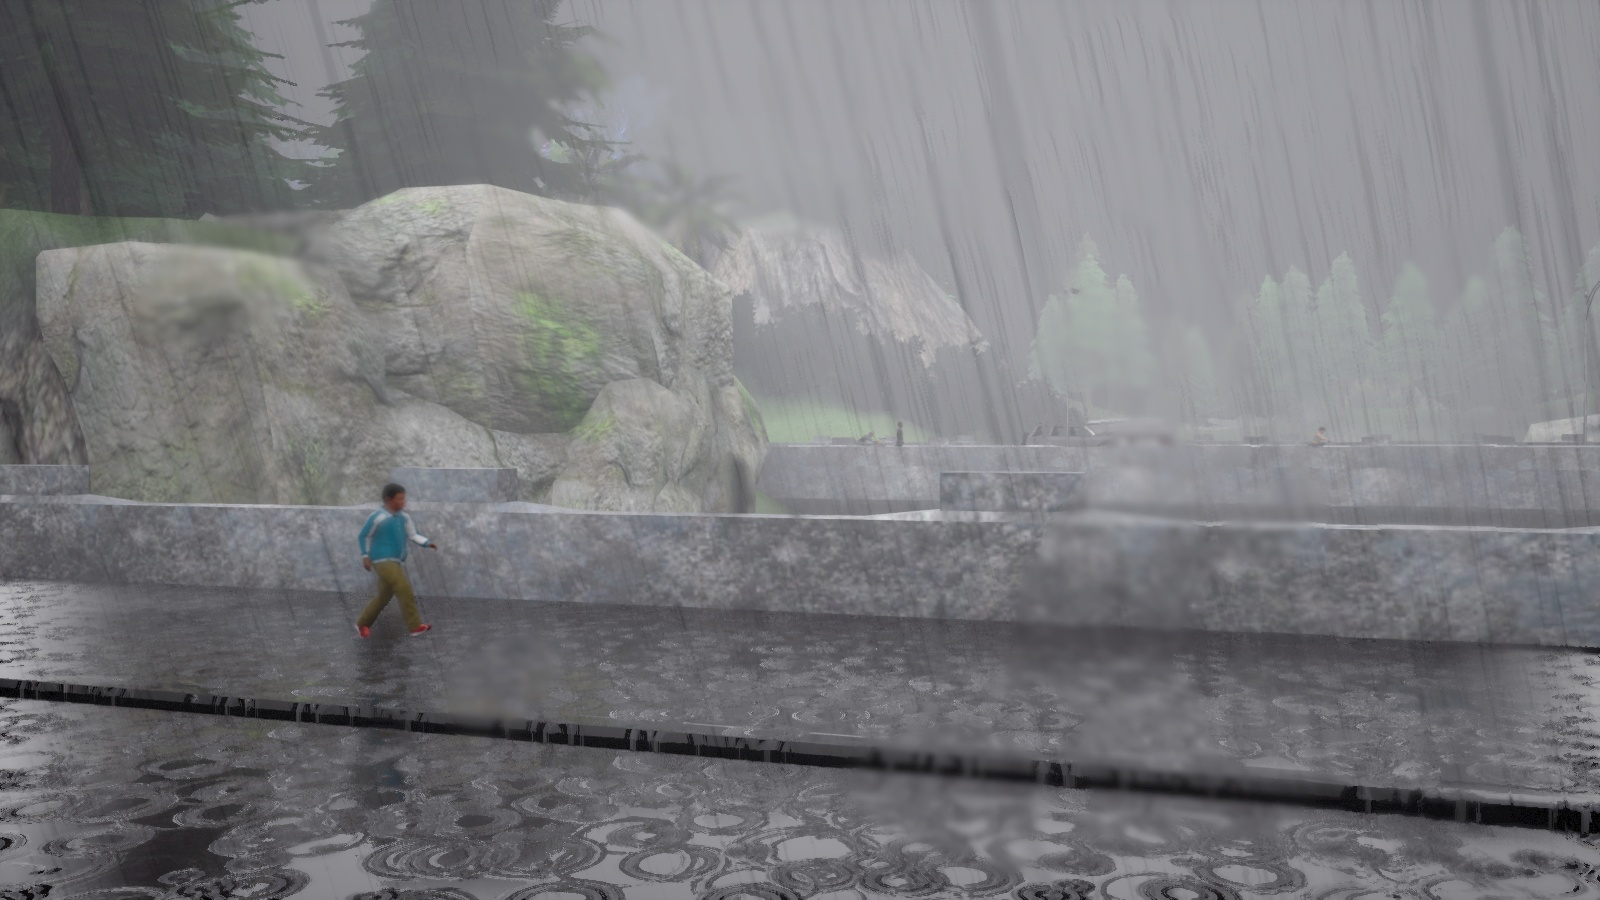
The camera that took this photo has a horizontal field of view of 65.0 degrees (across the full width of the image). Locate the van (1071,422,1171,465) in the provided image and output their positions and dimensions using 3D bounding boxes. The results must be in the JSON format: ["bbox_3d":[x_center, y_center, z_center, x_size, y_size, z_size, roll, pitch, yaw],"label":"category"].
[{"bbox_3d":[15.151,-0.313,59.288,4.442,1.987,1.775,1,1,19],"label":"van"}]

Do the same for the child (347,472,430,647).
[{"bbox_3d":[-2.914,0.763,8.902,0.448,1.192,0.343,0,1,13],"label":"child"}]

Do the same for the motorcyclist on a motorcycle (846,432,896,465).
[{"bbox_3d":[3.340,-0.071,59.035,2.191,1.530,0.866,0,1,19],"label":"motorcyclist on a motorcycle"}]

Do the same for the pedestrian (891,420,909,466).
[{"bbox_3d":[4.250,-0.299,53.194,0.666,1.930,0.402,1,1,20],"label":"pedestrian"}]

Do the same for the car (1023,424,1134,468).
[{"bbox_3d":[12.416,-0.209,55.988,4.605,1.855,1.932,1,1,19],"label":"car"}]
